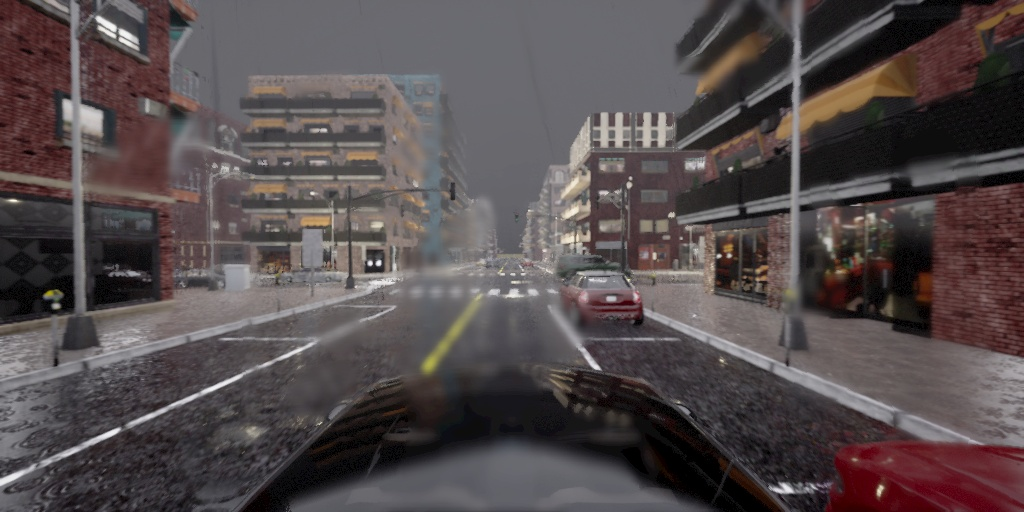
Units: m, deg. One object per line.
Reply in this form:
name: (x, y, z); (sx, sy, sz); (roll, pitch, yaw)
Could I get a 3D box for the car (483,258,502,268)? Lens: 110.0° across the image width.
car: (-3.040, 1.261, 57.502); (1.994, 1.385, 4.181); (0, 0, 1)

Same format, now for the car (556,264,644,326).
car: (2.691, 1.179, 11.606); (1.967, 1.591, 4.097); (0, 0, 0)

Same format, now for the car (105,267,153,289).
car: (-26.334, 1.616, 24.739); (4.207, 1.307, 1.802); (0, 0, 0)

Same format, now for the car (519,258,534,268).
car: (2.697, 1.135, 60.891); (1.967, 1.591, 4.097); (0, 0, 0)

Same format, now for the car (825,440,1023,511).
car: (2.690, 1.297, 0.237); (1.888, 1.381, 4.507); (0, 0, 0)

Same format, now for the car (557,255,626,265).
car: (6.109, 0.935, 27.171); (5.566, 2.045, 2.150); (-1, 1, 0)

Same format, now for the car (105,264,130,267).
car: (-37.495, 1.462, 33.159); (4.097, 1.591, 1.967); (0, 0, 0)

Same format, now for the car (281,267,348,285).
car: (-15.069, 1.495, 27.314); (4.718, 1.301, 1.895); (0, 1, 0)

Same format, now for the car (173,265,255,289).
car: (-20.708, 1.527, 24.703); (4.403, 1.370, 2.007); (0, 0, 0)
